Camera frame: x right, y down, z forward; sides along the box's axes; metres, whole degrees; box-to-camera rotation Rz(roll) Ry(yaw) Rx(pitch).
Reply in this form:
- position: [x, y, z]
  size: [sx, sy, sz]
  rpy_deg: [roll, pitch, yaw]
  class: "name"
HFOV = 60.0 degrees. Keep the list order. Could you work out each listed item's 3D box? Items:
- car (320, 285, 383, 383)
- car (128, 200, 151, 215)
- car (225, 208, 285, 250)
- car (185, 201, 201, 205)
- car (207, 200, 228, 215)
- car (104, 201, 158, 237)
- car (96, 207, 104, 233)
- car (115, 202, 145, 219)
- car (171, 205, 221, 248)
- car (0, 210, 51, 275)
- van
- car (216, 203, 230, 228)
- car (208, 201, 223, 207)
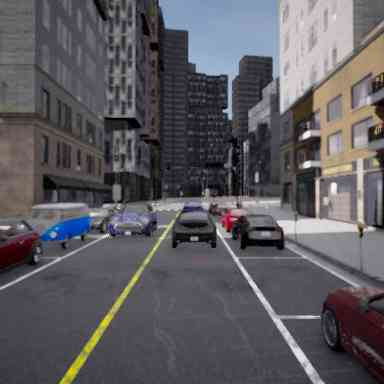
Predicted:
- position: [2.772, 1.596, 3.356]
  size: [1.802, 1.307, 4.206]
  rpy_deg: [1, 0, 0]
  class: "car"
- position: [-5.754, 1.682, 37.012]
  size: [1.887, 1.381, 4.507]
  rpy_deg: [1, 0, 0]
  class: "car"
- position: [2.772, 1.623, 14.575]
  size: [1.947, 1.339, 4.313]
  rpy_deg: [1, 0, 0]
  class: "car"
- position: [0.095, 1.594, 30.975]
  size: [1.882, 1.535, 5.008]
  rpy_deg: [0, 0, 0]
  class: "car"
- position: [2.772, 1.682, 37.012]
  size: [1.887, 1.381, 4.507]
  rpy_deg: [1, 0, 0]
  class: "car"
- position: [-3.099, 1.423, 18.426]
  size: [2.097, 1.767, 4.553]
  rpy_deg: [0, 0, 0]
  class: "car"
- position: [-5.754, 1.629, 20.185]
  size: [2.008, 1.369, 4.403]
  rpy_deg: [1, 0, 0]
  class: "car"
- position: [-5.754, 1.669, 31.404]
  size: [2.008, 1.369, 4.403]
  rpy_deg: [1, 0, 0]
  class: "car"
- position: [0.094, 1.564, 15.181]
  size: [1.837, 1.490, 4.892]
  rpy_deg: [0, 0, 0]
  class: "car"
- position: [-5.752, 1.476, 8.967]
  size: [1.967, 1.590, 4.097]
  rpy_deg: [1, 0, 0]
  class: "car"
- position: [-5.750, 1.398, 14.576]
  size: [1.690, 1.788, 3.998]
  rpy_deg: [1, 0, 0]
  class: "van"
- position: [2.772, 1.623, 20.184]
  size: [1.887, 1.381, 4.507]
  rpy_deg: [1, 0, 0]
  class: "car"
- position: [2.771, 1.700, 31.403]
  size: [1.802, 1.307, 4.206]
  rpy_deg: [1, 0, 0]
  class: "car"
